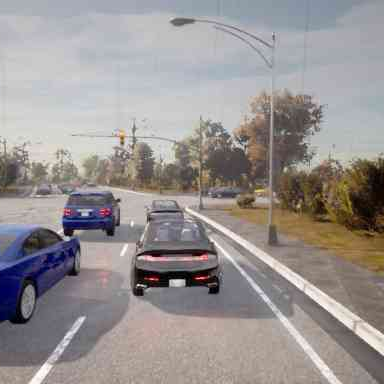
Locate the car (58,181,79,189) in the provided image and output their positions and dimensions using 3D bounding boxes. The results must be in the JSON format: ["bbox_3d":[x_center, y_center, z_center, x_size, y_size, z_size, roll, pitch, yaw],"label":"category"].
[{"bbox_3d":[-19.495,-0.517,52.539,2.128,1.511,4.902,-1,3,-23],"label":"car"}]

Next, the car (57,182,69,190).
[{"bbox_3d":[-27.427,-1.356,70.555,2.128,1.511,4.902,-1,3,-24],"label":"car"}]

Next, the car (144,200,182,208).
[{"bbox_3d":[-1.512,1.158,17.809,2.128,1.511,4.902,0,2,-8],"label":"car"}]

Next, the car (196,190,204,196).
[{"bbox_3d":[2.994,0.007,46.839,4.718,1.301,1.895,0,3,-20],"label":"car"}]

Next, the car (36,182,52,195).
[{"bbox_3d":[-22.230,-0.358,49.992,1.812,1.442,4.674,-1,3,-23],"label":"car"}]

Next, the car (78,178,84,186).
[{"bbox_3d":[-28.401,-2.018,81.138,2.097,1.767,4.553,-1,3,-24],"label":"car"}]

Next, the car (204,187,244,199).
[{"bbox_3d":[4.496,0.076,43.645,4.892,1.490,1.837,0,3,-21],"label":"car"}]

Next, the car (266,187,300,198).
[{"bbox_3d":[13.300,0.314,47.044,4.718,1.301,1.895,2,2,-21],"label":"car"}]

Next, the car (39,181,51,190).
[{"bbox_3d":[-30.127,-1.406,68.031,2.097,1.767,4.553,-1,3,-24],"label":"car"}]

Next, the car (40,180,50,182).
[{"bbox_3d":[-26.014,-1.100,58.809,2.150,2.045,5.566,-1,3,-23],"label":"car"}]

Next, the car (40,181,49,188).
[{"bbox_3d":[-34.352,-1.692,77.325,1.837,1.490,4.892,-1,3,-24],"label":"car"}]

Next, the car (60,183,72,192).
[{"bbox_3d":[-23.225,-0.931,61.171,1.837,1.490,4.892,-1,3,-23],"label":"car"}]

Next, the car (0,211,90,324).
[{"bbox_3d":[-3.811,1.424,7.033,1.882,1.535,5.008,0,1,-4],"label":"car"}]

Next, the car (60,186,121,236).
[{"bbox_3d":[-4.845,0.936,16.591,2.150,2.045,5.566,0,2,-8],"label":"car"}]

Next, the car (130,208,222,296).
[{"bbox_3d":[-0.441,1.407,8.494,2.128,1.511,4.902,0,1,-4],"label":"car"}]

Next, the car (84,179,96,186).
[{"bbox_3d":[-25.240,-1.851,82.652,1.895,1.301,4.718,-1,3,-24],"label":"car"}]

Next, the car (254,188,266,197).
[{"bbox_3d":[11.714,0.020,50.175,5.008,1.535,1.882,1,2,-21],"label":"car"}]
